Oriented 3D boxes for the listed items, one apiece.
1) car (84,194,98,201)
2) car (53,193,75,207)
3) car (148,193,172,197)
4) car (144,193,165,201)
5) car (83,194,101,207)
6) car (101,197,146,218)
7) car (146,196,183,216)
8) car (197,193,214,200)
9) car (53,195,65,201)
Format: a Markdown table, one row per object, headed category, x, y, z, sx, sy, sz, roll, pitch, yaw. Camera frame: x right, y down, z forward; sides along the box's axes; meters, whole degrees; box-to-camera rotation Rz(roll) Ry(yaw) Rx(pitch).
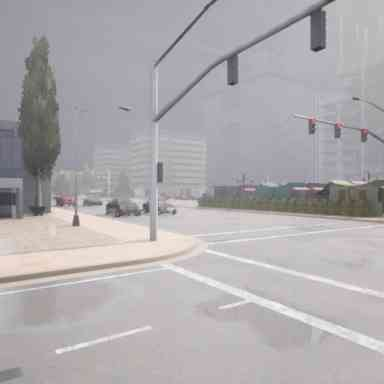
| category | x | y | z | sx | sy | sz | roll | pitch | yaw |
| --- | --- | --- | --- | --- | --- | --- | --- | --- | --- |
| car | -23.387 | 1.331 | 76.816 | 1.837 | 1.490 | 4.892 | 0 | 0 | -34 |
| car | -19.379 | 1.222 | 51.157 | 2.150 | 2.045 | 5.566 | 0 | 0 | -32 |
| car | -7.537 | 1.144 | 78.716 | 3.866 | 1.878 | 1.905 | 0 | 0 | -34 |
| car | -9.109 | 1.141 | 81.147 | 4.605 | 1.855 | 1.932 | 0 | 0 | -34 |
| car | -15.326 | 1.472 | 51.275 | 1.882 | 1.535 | 5.008 | 0 | 0 | -32 |
| car | -6.348 | 1.349 | 30.549 | 2.097 | 1.767 | 4.553 | 0 | 0 | -33 |
| car | -3.232 | 1.486 | 32.169 | 2.128 | 1.511 | 4.902 | 0 | 0 | -32 |
| car | 3.462 | 1.144 | 62.465 | 3.866 | 1.878 | 1.905 | 0 | 0 | -34 |
| car | -35.265 | 1.471 | 88.003 | 1.882 | 1.535 | 5.008 | 0 | 0 | -35 |
